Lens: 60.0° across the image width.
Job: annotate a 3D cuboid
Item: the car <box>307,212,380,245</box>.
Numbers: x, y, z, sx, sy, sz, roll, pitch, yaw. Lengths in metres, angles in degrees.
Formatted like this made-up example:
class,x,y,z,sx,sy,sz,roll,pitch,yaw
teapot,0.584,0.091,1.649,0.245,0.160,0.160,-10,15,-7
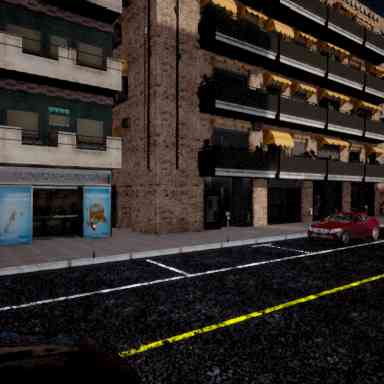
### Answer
class,x,y,z,sx,sy,sz,roll,pitch,yaw
car,7.172,1.583,15.538,4.206,1.307,1.802,0,0,-35

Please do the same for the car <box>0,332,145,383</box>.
class,x,y,z,sx,sy,sz,roll,pitch,yaw
car,-2.497,1.504,1.543,4.892,1.490,1.837,0,0,-35
